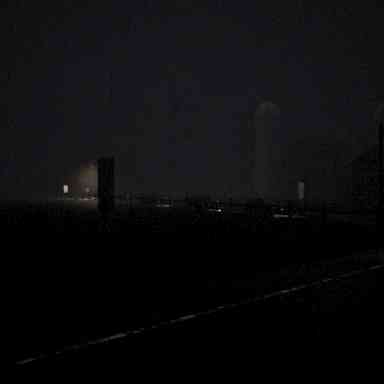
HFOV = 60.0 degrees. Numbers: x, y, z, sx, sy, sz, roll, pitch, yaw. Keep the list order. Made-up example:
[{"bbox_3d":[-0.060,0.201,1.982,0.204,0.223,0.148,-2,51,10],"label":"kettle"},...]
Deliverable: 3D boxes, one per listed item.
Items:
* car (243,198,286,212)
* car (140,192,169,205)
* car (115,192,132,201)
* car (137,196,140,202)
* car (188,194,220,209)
[{"bbox_3d":[6.979,1.326,32.591,1.812,1.442,4.674,-1,1,-35],"label":"car"},{"bbox_3d":[-5.350,0.952,49.695,2.097,1.767,4.553,-1,1,-36],"label":"car"},{"bbox_3d":[-13.623,0.752,66.004,2.097,1.767,4.553,-1,1,-36],"label":"car"},{"bbox_3d":[-7.842,0.849,58.060,2.097,1.767,4.553,-1,1,-35],"label":"car"},{"bbox_3d":[1.319,1.061,40.432,2.097,1.767,4.553,-1,1,-36],"label":"car"}]
